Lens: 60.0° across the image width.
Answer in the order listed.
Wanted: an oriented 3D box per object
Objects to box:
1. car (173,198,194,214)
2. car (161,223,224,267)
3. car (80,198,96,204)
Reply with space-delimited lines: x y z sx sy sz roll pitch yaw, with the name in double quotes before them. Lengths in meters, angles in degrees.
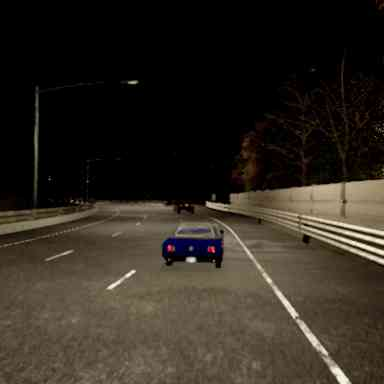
"car" -1.171 1.865 45.583 2.150 2.045 5.566 1 -1 -11
"car" 0.211 1.780 12.205 1.895 1.301 4.718 1 -1 6
"car" -26.858 2.510 87.631 2.128 1.511 4.902 1 -1 -36
